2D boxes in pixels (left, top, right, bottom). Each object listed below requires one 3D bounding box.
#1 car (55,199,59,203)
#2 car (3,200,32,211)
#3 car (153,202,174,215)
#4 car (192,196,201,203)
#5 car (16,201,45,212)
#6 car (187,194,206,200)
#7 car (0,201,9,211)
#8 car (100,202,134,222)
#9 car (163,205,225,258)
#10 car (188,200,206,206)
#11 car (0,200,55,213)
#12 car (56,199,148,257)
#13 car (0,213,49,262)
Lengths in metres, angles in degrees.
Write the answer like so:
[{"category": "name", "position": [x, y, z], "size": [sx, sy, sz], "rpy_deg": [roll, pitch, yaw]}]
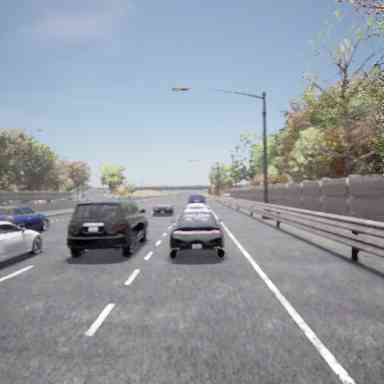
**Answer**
[{"category": "car", "position": [-20.322, 1.823, 51.314], "size": [2.097, 1.767, 4.553], "rpy_deg": [-1, 0, 1]}, {"category": "car", "position": [-27.296, 2.105, 52.121], "size": [1.837, 1.490, 4.892], "rpy_deg": [-1, 0, 1]}, {"category": "car", "position": [-2.893, 1.712, 35.175], "size": [1.895, 1.301, 4.718], "rpy_deg": [-1, 0, 1]}, {"category": "car", "position": [1.121, 1.725, 78.831], "size": [2.033, 1.411, 5.357], "rpy_deg": [-1, 0, 1]}, {"category": "car", "position": [-23.848, 2.131, 49.430], "size": [1.895, 1.301, 4.718], "rpy_deg": [-1, 0, 1]}, {"category": "car", "position": [0.599, 1.284, 42.240], "size": [2.150, 2.045, 5.566], "rpy_deg": [-1, 0, 1]}, {"category": "car", "position": [-30.801, 2.210, 51.223], "size": [2.033, 1.411, 5.357], "rpy_deg": [-1, 0, 2]}, {"category": "car", "position": [-6.478, 1.671, 29.334], "size": [1.837, 1.490, 4.892], "rpy_deg": [-1, 0, 1]}, {"category": "car", "position": [0.191, 1.508, 12.948], "size": [2.128, 1.511, 4.902], "rpy_deg": [-1, 0, 1]}, {"category": "car", "position": [0.345, 1.558, 24.012], "size": [1.812, 1.442, 4.674], "rpy_deg": [-1, 0, 1]}, {"category": "car", "position": [-10.123, 1.568, 19.210], "size": [2.097, 1.767, 4.553], "rpy_deg": [-1, 0, 1]}, {"category": "car", "position": [-3.204, 1.304, 13.584], "size": [2.150, 2.045, 5.566], "rpy_deg": [-1, 0, 1]}, {"category": "car", "position": [-6.736, 1.666, 10.994], "size": [1.812, 1.442, 4.674], "rpy_deg": [-1, 0, 1]}]
